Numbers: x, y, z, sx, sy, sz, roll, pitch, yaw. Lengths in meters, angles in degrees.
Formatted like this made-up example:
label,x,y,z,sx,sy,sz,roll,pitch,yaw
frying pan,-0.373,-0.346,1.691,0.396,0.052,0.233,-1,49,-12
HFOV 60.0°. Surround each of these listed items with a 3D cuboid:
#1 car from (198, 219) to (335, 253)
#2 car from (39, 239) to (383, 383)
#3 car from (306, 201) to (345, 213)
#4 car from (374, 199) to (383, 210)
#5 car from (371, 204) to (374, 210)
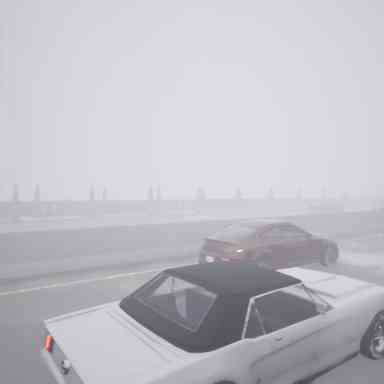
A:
label,x,y,z,sx,sy,sz,roll,pitch,yaw
car,2.325,1.526,9.703,4.674,1.442,1.812,0,0,-35
car,0.750,1.601,4.281,4.718,1.301,1.895,0,0,-35
car,14.358,1.604,35.719,4.718,1.301,1.895,0,0,-35
car,19.191,1.482,30.566,5.008,1.535,1.882,0,0,-35
car,21.499,1.499,36.502,4.902,1.511,2.128,0,0,-35
